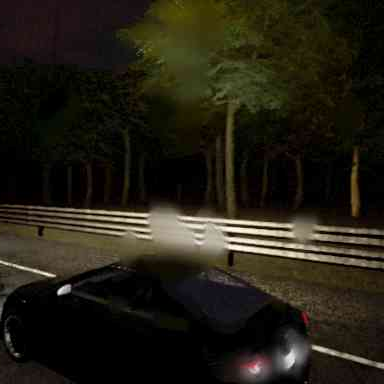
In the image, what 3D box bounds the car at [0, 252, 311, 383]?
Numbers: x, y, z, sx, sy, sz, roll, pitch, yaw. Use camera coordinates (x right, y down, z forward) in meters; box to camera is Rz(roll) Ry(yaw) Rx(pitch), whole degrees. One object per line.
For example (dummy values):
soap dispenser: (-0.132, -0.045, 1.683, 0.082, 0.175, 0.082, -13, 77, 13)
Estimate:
car: (-0.682, 1.525, 4.353, 4.181, 1.385, 1.994, 1, 1, 35)
